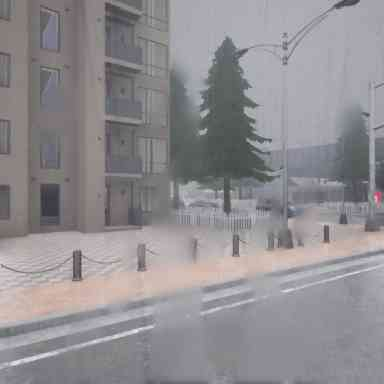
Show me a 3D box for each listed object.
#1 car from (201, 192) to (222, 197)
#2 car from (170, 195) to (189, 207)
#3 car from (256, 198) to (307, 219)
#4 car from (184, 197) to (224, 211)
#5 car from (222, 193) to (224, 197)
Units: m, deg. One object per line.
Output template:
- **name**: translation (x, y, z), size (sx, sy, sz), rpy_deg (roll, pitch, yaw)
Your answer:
- **car**: translation (5.388, 1.113, 92.658), size (1.932, 1.855, 4.605), rpy_deg (0, 0, -37)
- **car**: translation (-3.260, 1.563, 50.377), size (2.033, 1.411, 5.357), rpy_deg (0, 0, -37)
- **car**: translation (7.862, 1.367, 29.589), size (2.097, 1.767, 4.553), rpy_deg (0, 0, -37)
- **car**: translation (1.388, 1.578, 38.146), size (1.994, 1.385, 4.181), rpy_deg (0, 0, -37)
- **car**: translation (7.474, 1.092, 94.722), size (1.905, 1.878, 3.866), rpy_deg (0, 0, -37)
